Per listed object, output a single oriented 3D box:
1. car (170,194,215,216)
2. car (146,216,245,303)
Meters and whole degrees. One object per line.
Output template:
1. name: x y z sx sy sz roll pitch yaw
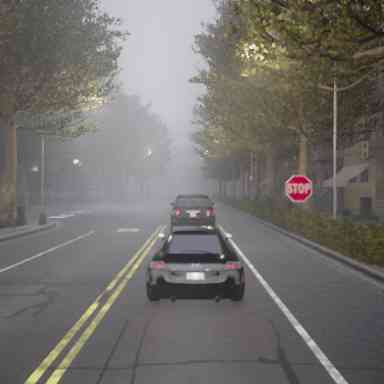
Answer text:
1. car: 0.033 1.105 17.527 2.150 2.045 5.566 0 0 0
2. car: 0.076 1.509 8.151 1.994 1.385 4.181 0 0 0
